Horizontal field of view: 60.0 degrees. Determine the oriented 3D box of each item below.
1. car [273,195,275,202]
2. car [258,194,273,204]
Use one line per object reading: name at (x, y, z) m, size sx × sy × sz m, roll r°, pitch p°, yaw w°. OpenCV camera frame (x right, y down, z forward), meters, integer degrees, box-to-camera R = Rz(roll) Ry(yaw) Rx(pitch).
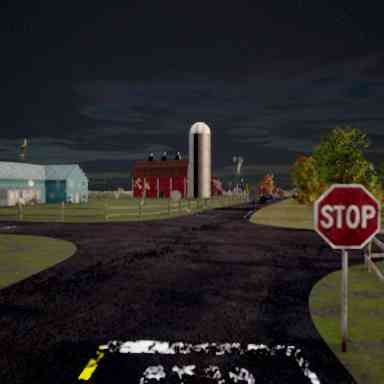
car at (17.110, 1.178, 73.021) m, size 2.097 × 1.767 × 4.553 m, roll 0°, pitch 0°, yaw 19°
car at (13.758, 1.469, 63.183) m, size 1.837 × 1.490 × 4.892 m, roll 0°, pitch 0°, yaw 19°
